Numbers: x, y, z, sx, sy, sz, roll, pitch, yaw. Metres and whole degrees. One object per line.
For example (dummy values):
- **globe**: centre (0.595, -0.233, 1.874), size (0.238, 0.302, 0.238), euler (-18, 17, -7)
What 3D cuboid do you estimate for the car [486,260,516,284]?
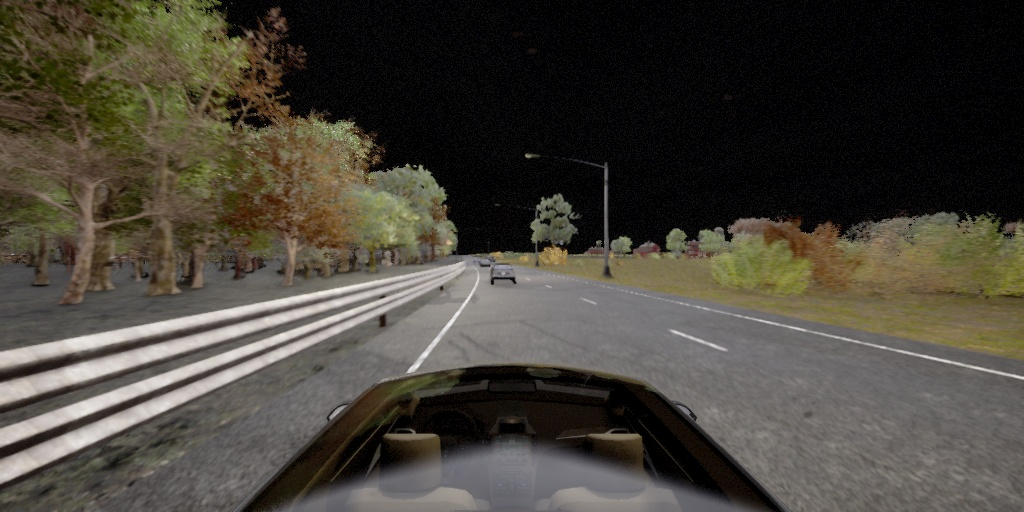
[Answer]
- **car**: centre (-0.747, 1.262, 27.093), size (2.033, 1.411, 5.357), euler (0, 0, -4)

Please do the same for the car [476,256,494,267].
- **car**: centre (-4.621, 1.190, 61.429), size (1.994, 1.385, 4.181), euler (0, 0, -8)
